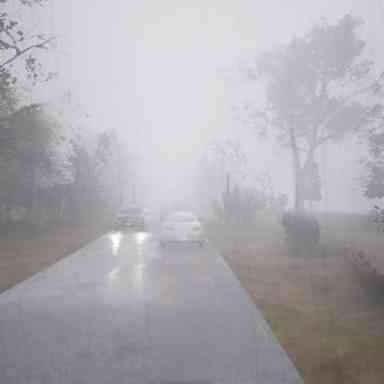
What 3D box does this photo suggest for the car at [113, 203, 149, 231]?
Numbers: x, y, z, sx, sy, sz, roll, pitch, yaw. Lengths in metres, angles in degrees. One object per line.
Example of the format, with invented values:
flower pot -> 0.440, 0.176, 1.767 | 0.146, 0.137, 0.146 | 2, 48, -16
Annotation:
car -> -3.940, 1.674, 21.865 | 1.837, 1.490, 4.892 | 0, -1, -5

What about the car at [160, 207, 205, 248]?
car -> -0.478, 1.626, 15.325 | 1.812, 1.442, 4.674 | 0, -1, -4

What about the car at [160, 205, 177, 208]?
car -> -2.105, 1.899, 32.280 | 1.994, 1.385, 4.181 | 0, -1, -7
